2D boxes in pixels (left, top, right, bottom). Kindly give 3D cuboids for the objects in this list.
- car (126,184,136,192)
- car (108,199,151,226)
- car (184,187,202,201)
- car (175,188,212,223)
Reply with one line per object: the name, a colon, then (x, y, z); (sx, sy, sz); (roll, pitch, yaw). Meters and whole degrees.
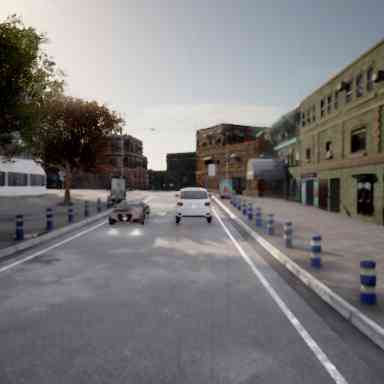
car: (-12.619, -0.752, 61.927); (4.902, 1.511, 2.128); (2, 2, 36)
car: (-3.596, 1.143, 19.795); (1.994, 1.385, 4.181); (0, 2, 0)
car: (0.064, 0.214, 40.105); (2.033, 1.411, 5.357); (0, 2, -1)
car: (0.103, 0.733, 21.388); (2.150, 2.045, 5.566); (0, 3, 0)
